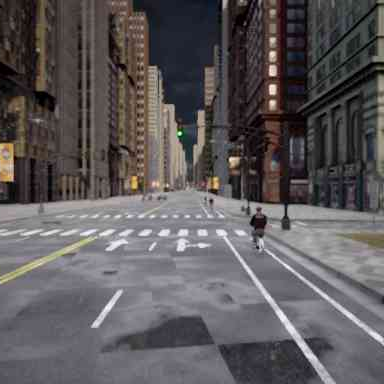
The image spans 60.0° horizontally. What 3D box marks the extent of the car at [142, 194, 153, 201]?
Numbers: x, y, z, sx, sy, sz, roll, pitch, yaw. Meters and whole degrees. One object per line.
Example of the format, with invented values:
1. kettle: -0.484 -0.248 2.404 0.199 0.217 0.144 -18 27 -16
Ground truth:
1. car: -9.754 1.128 72.881 2.128 1.511 4.902 0 0 0

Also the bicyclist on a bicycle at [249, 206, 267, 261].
1. bicyclist on a bicycle: 2.250 1.375 11.405 0.659 1.776 1.843 0 0 0

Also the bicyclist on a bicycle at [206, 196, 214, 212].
1. bicyclist on a bicycle: 2.249 1.382 38.873 0.659 1.776 1.843 0 0 0

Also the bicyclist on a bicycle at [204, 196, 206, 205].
1. bicyclist on a bicycle: 2.246 1.456 54.441 0.582 1.620 1.656 0 0 0

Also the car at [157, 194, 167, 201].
1. car: -6.505 1.156 72.881 1.994 1.385 4.181 0 0 0
